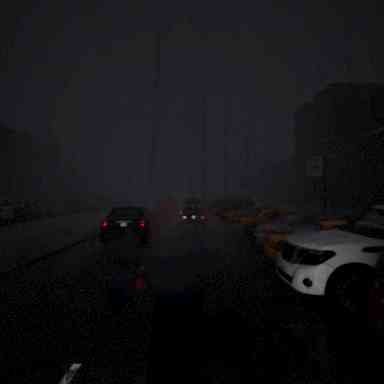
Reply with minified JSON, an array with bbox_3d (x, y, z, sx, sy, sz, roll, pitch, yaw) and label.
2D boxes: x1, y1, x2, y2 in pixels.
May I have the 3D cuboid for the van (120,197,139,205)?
[{"bbox_3d":[-15.958,2.246,84.633,4.442,1.987,1.878,0,-1,0],"label":"van"}]

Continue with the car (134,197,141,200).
[{"bbox_3d":[-15.806,2.150,78.997,5.566,2.045,2.435,0,-1,0],"label":"car"}]

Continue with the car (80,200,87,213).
[{"bbox_3d":[-15.775,2.006,40.387,4.674,1.452,2.002,0,-1,0],"label":"car"}]

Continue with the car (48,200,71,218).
[{"bbox_3d":[-15.955,1.876,34.872,5.366,1.575,1.946,0,-1,0],"label":"car"}]

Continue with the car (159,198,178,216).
[{"bbox_3d":[-2.882,1.676,38.493,2.150,2.045,5.566,0,-1,0],"label":"car"}]

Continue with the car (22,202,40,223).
[{"bbox_3d":[-15.729,1.489,26.604,5.566,2.045,2.435,0,-1,0],"label":"car"}]

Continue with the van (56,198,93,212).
[{"bbox_3d":[-15.665,1.780,43.150,4.442,1.987,1.878,0,-1,0],"label":"van"}]

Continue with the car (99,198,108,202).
[{"bbox_3d":[-15.761,1.831,48.666,5.566,2.045,2.435,0,-1,0],"label":"car"}]

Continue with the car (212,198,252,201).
[{"bbox_3d":[4.756,1.749,34.833,4.553,1.767,2.185,0,-1,0],"label":"car"}]

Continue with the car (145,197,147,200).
[{"bbox_3d":[-15.861,2.601,92.775,4.892,1.521,2.231,0,-1,0],"label":"car"}]

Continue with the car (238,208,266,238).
[{"bbox_3d":[4.719,1.594,15.264,4.674,1.452,2.002,0,-1,0],"label":"car"}]

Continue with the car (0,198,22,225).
[{"bbox_3d":[-15.781,1.442,23.847,5.566,2.045,2.435,0,-1,0],"label":"car"}]

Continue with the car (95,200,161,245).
[{"bbox_3d":[-2.893,1.437,16.171,2.097,1.767,4.553,0,-1,0],"label":"car"}]

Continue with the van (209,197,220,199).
[{"bbox_3d":[4.847,1.780,43.173,4.442,1.987,1.878,0,-1,0],"label":"van"}]

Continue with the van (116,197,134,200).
[{"bbox_3d":[-15.709,2.121,73.486,4.442,1.987,1.878,0,0,0],"label":"van"}]

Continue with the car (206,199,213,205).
[{"bbox_3d":[4.541,1.916,37.487,5.366,1.575,1.946,0,-1,0],"label":"car"}]

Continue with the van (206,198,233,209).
[{"bbox_3d":[4.648,1.962,57.068,4.442,1.987,1.878,0,-1,0],"label":"van"}]

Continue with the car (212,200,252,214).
[{"bbox_3d":[4.718,1.828,32.053,5.008,1.535,2.097,0,-1,0],"label":"car"}]

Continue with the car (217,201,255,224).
[{"bbox_3d":[4.728,1.733,26.494,4.892,1.521,2.231,0,-1,0],"label":"car"}]

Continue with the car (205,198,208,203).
[{"bbox_3d":[4.733,2.084,48.605,4.892,1.521,2.231,0,-1,0],"label":"car"}]

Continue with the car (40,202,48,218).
[{"bbox_3d":[-15.730,1.662,29.359,4.553,1.767,2.185,0,-1,0],"label":"car"}]

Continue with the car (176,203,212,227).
[{"bbox_3d":[0.111,1.764,24.511,2.033,1.411,5.357,0,-1,0],"label":"car"}]

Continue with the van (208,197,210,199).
[{"bbox_3d":[4.853,1.819,45.826,4.442,1.987,1.878,0,-1,0],"label":"van"}]

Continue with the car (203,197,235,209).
[{"bbox_3d":[4.803,1.967,59.845,5.566,2.045,2.435,0,-1,0],"label":"car"}]

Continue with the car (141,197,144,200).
[{"bbox_3d":[-15.852,2.510,87.265,5.008,1.535,2.097,0,-1,0],"label":"car"}]

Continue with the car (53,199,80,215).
[{"bbox_3d":[-15.959,1.920,37.632,5.366,1.575,1.946,0,-1,0],"label":"car"}]

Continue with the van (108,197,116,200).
[{"bbox_3d":[-15.918,1.960,56.941,4.442,1.987,1.878,0,-1,0],"label":"van"}]

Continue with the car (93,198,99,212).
[{"bbox_3d":[-15.817,1.920,45.906,4.553,1.767,2.185,0,-1,0],"label":"car"}]

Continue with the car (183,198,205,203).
[{"bbox_3d":[0.120,1.710,40.672,2.150,2.045,5.566,0,-1,0],"label":"car"}]

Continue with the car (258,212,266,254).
[{"bbox_3d":[4.900,1.501,9.833,5.366,1.575,1.946,0,0,0],"label":"car"}]

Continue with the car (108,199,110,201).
[{"bbox_3d":[-15.765,2.148,51.420,4.792,1.488,2.163,0,-1,0],"label":"car"}]

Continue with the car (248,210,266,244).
[{"bbox_3d":[4.713,1.566,12.607,4.674,1.452,2.002,0,-1,0],"label":"car"}]

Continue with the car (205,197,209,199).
[{"bbox_3d":[4.776,1.869,51.509,5.566,2.045,2.435,0,-1,0],"label":"car"}]

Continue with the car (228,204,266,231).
[{"bbox_3d":[4.903,1.588,18.035,5.366,1.575,1.946,0,-1,0],"label":"car"}]

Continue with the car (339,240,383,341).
[{"bbox_3d":[4.710,1.520,4.280,4.674,1.452,2.002,0,0,0],"label":"car"}]

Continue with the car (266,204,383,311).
[{"bbox_3d":[4.684,1.237,7.056,5.566,2.045,2.435,0,0,0],"label":"car"}]

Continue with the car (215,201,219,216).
[{"bbox_3d":[4.752,1.810,29.273,4.792,1.488,2.163,0,-1,0],"label":"car"}]
